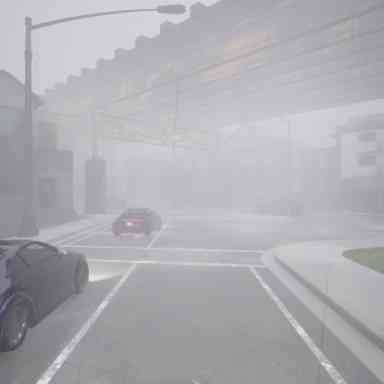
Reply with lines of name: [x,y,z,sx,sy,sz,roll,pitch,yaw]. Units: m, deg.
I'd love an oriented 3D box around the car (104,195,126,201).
car: [-16.798,1.295,72.447,4.536,1.218,1.853,0,0,-15]

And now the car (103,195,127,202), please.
car: [-16.848,1.452,72.434,4.974,1.542,2.038,0,0,-15]

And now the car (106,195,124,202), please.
car: [-17.526,1.452,76.103,2.038,1.542,4.974,0,0,15]

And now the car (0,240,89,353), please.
car: [-3.407,1.564,6.130,1.994,1.385,4.181,0,0,0]

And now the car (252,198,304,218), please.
car: [7.752,1.352,30.295,2.097,1.767,4.553,0,0,-45]

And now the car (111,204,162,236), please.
car: [-2.954,1.564,18.582,1.994,1.385,4.181,0,0,5]

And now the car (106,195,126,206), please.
car: [-12.066,1.477,50.345,1.882,1.535,5.008,0,0,-45]

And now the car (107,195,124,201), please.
car: [-17.513,1.295,76.153,1.853,1.218,4.536,0,0,15]
